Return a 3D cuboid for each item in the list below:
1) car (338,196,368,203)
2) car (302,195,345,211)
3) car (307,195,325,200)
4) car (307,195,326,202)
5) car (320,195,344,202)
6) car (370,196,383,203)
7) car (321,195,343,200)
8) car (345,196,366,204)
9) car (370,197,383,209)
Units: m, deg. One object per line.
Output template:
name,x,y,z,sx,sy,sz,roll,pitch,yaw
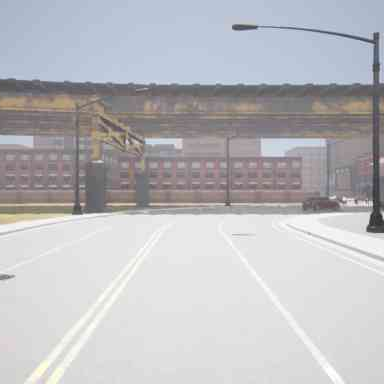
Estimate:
car,29.158,1.295,60.366,1.853,1.218,4.536,0,0,-29
car,15.616,1.352,40.146,4.553,1.767,2.097,0,0,-24
car,29.560,1.295,79.147,4.536,1.218,1.853,0,0,-39
car,29.600,1.452,79.180,4.974,1.542,2.038,0,0,-39
car,33.606,1.452,79.931,2.038,1.542,4.974,0,0,-34
car,32.253,1.295,58.206,1.853,1.218,4.536,0,0,31
car,33.635,1.295,79.888,1.853,1.218,4.536,0,0,-34
car,29.183,1.452,60.320,2.038,1.542,4.974,0,0,-29
car,25.715,1.526,42.093,4.674,1.442,1.812,0,0,-3
